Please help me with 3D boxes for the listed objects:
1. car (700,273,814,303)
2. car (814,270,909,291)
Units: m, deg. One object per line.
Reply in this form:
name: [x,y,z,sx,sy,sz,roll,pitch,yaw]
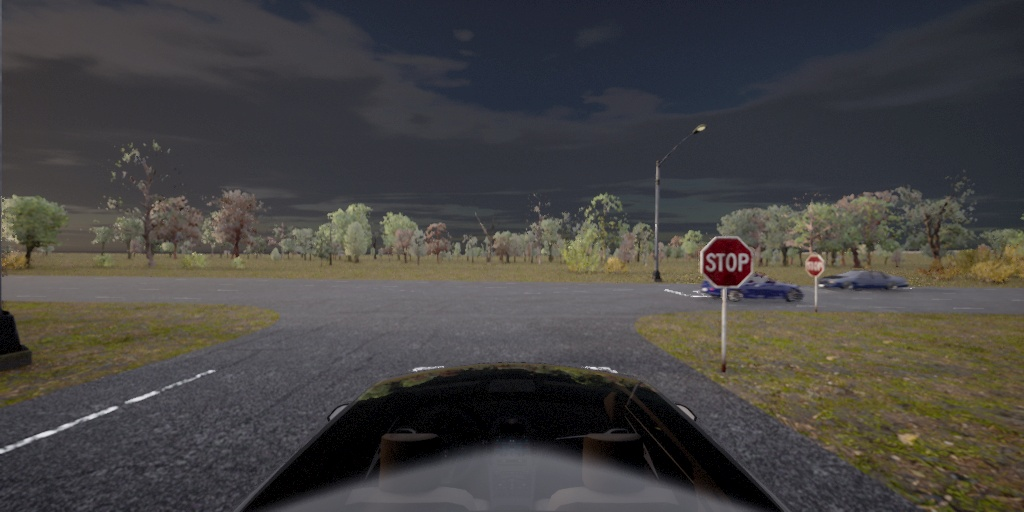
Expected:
car: [12.089,1.562,18.213,4.674,1.442,1.812,1,0,0]
car: [24.371,1.705,25.136,5.357,1.411,2.033,0,0,0]
